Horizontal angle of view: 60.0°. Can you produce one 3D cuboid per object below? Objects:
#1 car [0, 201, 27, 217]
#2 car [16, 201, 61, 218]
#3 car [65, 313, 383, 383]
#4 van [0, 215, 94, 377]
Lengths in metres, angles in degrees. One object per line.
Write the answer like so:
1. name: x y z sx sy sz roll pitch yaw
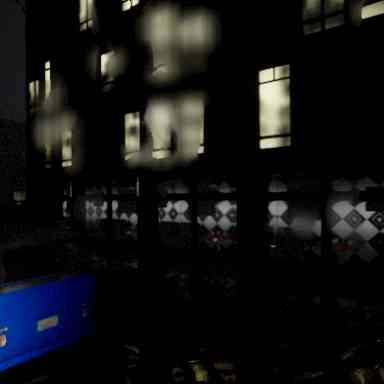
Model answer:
1. car: -13.171 1.605 27.288 2.192 1.841 5.009 -1 -1 35
2. car: -16.810 1.869 36.637 1.967 1.590 4.097 -1 -1 35
3. car: 1.354 1.581 1.872 4.206 1.307 1.802 -1 -1 35
4. van: -3.279 1.394 5.177 3.998 1.788 1.690 -1 -1 35
